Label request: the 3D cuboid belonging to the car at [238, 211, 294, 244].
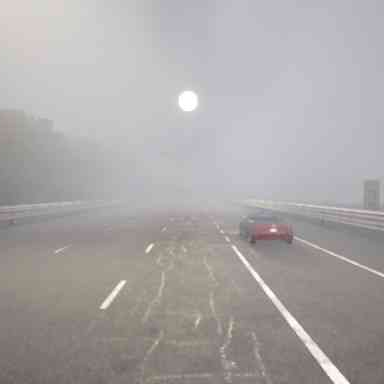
[{"bbox_3d":[3.508,1.644,16.387,1.994,1.385,4.181,0,0,0],"label":"car"}]
